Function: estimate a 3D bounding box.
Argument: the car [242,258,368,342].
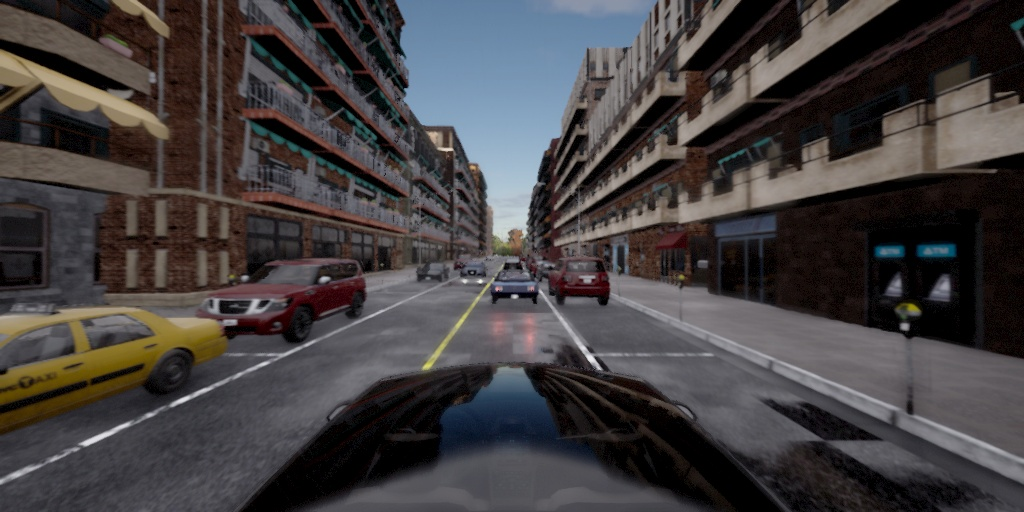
[{"bbox_3d":[-5.688,1.002,9.744,2.192,1.841,5.009,0,0,0],"label":"car"}]

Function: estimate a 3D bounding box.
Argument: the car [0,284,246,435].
[{"bbox_3d":[-5.689,1.256,4.006,1.751,1.417,4.829,0,0,0],"label":"car"}]

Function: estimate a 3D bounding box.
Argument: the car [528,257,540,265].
[{"bbox_3d":[2.697,1.062,31.979,1.888,1.381,4.507,0,0,0],"label":"car"}]

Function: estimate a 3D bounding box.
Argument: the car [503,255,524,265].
[{"bbox_3d":[0.106,0.951,37.774,1.882,1.535,5.008,0,1,0],"label":"car"}]

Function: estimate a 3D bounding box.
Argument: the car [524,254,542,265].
[{"bbox_3d":[2.698,0.790,37.547,2.192,1.841,5.009,0,0,0],"label":"car"}]

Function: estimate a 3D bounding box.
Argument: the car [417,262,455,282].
[{"bbox_3d":[-5.684,1.125,26.448,1.948,1.339,4.313,0,0,0],"label":"car"}]

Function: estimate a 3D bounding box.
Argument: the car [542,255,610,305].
[{"bbox_3d":[2.694,0.960,15.277,2.192,1.841,5.009,0,0,0],"label":"car"}]

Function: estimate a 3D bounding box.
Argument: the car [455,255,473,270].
[{"bbox_3d":[-5.681,0.747,43.150,2.192,1.841,5.009,0,0,0],"label":"car"}]

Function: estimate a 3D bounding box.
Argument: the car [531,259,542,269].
[{"bbox_3d":[2.696,1.110,26.412,2.007,1.370,4.403,0,0,0],"label":"car"}]

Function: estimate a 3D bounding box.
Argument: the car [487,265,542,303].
[{"bbox_3d":[0.105,1.242,15.760,1.895,1.301,4.718,0,0,0],"label":"car"}]

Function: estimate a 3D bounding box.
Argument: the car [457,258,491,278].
[{"bbox_3d":[-3.075,1.098,29.701,1.994,1.385,4.181,0,0,0],"label":"car"}]
